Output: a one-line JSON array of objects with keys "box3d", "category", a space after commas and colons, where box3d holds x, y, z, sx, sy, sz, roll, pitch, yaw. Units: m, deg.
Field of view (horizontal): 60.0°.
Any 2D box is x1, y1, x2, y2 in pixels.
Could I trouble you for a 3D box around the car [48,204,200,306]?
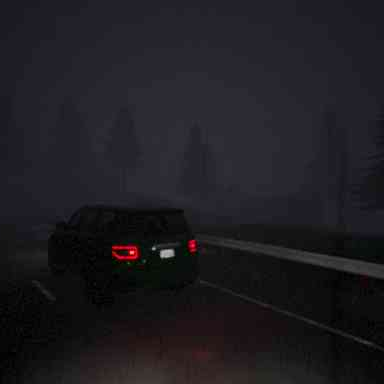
[{"box3d": [-2.064, 1.327, 8.690, 2.150, 2.045, 5.566, 1, -1, -36], "category": "car"}]
